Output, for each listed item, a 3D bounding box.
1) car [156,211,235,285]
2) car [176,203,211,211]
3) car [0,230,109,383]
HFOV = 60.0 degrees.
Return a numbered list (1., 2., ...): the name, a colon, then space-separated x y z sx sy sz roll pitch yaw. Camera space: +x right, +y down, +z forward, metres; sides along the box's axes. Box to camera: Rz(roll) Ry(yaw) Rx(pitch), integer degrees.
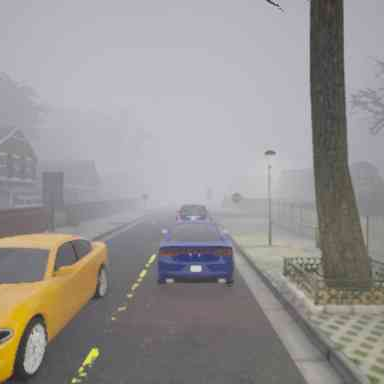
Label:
1. car: 0.097 1.541 9.717 1.882 1.535 5.008 0 -1 0
2. car: 0.086 1.479 19.815 2.097 1.767 4.553 0 0 0
3. car: -2.845 1.515 5.703 1.882 1.535 5.008 0 0 0
